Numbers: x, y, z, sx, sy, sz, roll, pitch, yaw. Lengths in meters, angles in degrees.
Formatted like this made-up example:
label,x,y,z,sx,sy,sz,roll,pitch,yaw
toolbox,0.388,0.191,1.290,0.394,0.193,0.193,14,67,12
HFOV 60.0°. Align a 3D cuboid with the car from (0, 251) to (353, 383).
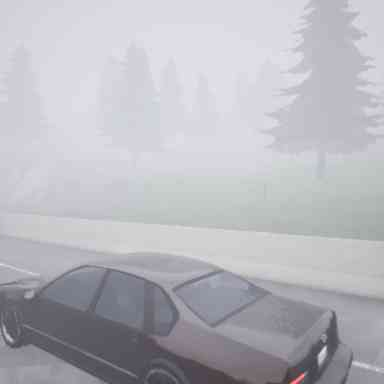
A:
label,x,y,z,sx,sy,sz,roll,pitch,yaw
car,-0.804,1.588,4.610,5.357,1.411,2.033,0,-1,36
